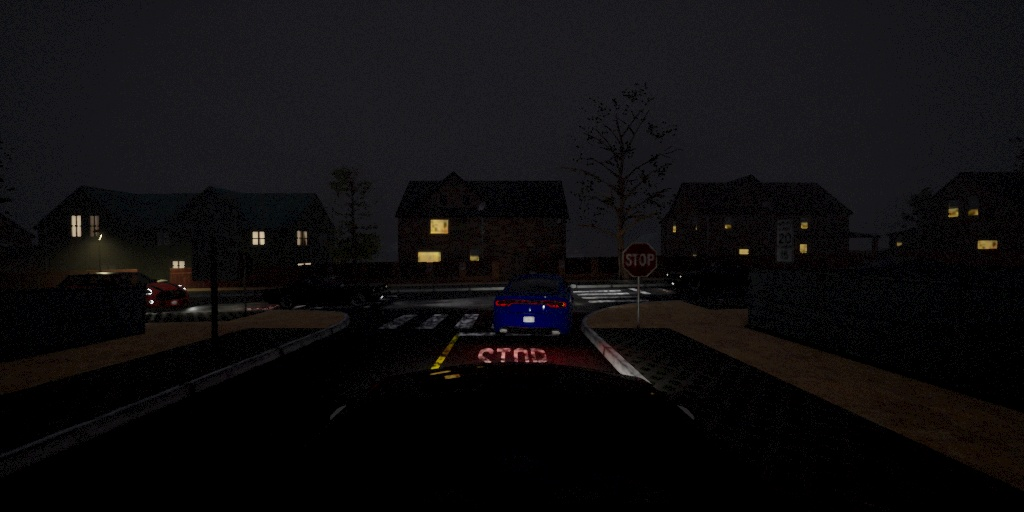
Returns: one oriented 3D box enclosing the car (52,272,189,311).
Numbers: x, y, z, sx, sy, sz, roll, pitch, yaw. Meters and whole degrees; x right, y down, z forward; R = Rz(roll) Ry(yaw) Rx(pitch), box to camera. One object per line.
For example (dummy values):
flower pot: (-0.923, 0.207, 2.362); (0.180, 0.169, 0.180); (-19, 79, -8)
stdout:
car: (-16.798, 1.476, 15.433); (4.553, 1.767, 2.097); (-1, 1, 0)

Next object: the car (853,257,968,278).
car: (20.057, 0.759, 18.402); (5.357, 1.411, 2.033); (-1, 1, 0)

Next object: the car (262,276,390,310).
car: (-7.811, 1.510, 15.440); (4.718, 1.301, 1.895); (-1, 1, 0)

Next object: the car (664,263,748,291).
car: (10.411, 1.039, 18.367); (4.718, 1.301, 1.895); (-1, 1, -1)

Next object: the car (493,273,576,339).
car: (0.786, 1.229, 10.232); (1.882, 1.535, 5.008); (0, 0, 10)
